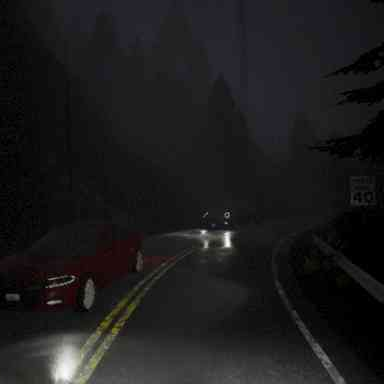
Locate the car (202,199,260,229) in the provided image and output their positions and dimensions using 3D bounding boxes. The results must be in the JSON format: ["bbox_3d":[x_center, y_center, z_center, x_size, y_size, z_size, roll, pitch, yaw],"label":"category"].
[{"bbox_3d":[2.621,1.385,21.694,2.097,1.767,4.553,-3,-1,38],"label":"car"}]

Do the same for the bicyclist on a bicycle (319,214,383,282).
[{"bbox_3d":[3.737,1.328,7.705,1.656,1.620,0.582,0,0,-3],"label":"bicyclist on a bicycle"}]

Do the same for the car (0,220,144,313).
[{"bbox_3d":[-2.627,1.498,8.023,1.882,1.535,5.008,0,0,9],"label":"car"}]
